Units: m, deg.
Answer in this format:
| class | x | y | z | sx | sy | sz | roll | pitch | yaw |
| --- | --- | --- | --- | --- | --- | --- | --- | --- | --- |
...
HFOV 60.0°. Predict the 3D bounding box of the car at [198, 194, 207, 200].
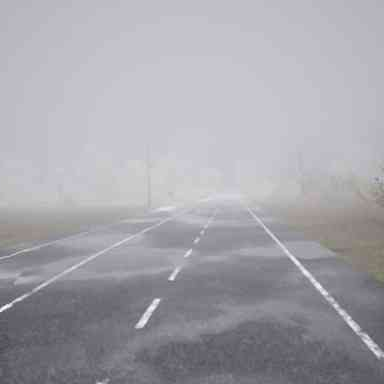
| class | x | y | z | sx | sy | sz | roll | pitch | yaw |
| --- | --- | --- | --- | --- | --- | --- | --- | --- | --- |
| car | 2.413 | 1.213 | 79.033 | 1.812 | 1.442 | 4.674 | -2 | 0 | 7 |
